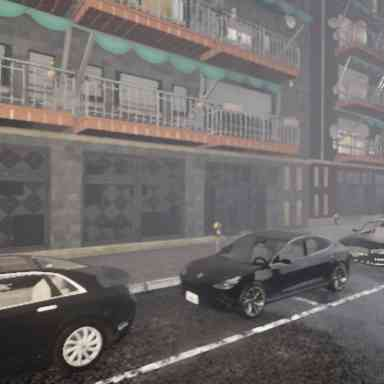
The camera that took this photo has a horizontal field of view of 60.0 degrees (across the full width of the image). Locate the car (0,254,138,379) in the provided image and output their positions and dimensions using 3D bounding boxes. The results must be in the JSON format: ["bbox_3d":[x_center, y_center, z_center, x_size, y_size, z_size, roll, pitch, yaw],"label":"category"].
[{"bbox_3d":[-2.835,1.551,4.065,4.403,1.369,2.008,0,1,-36],"label":"car"}]

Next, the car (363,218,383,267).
[{"bbox_3d":[6.397,1.542,10.655,4.403,1.369,2.008,0,1,-36],"label":"car"}]

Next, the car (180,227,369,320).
[{"bbox_3d":[1.781,1.561,7.361,4.313,1.339,1.947,0,1,-36],"label":"car"}]
